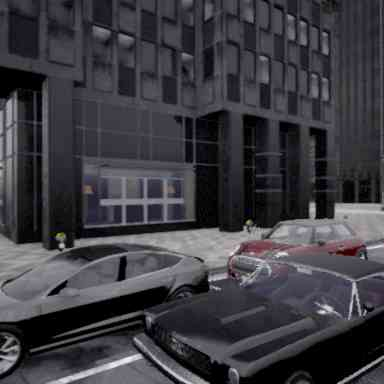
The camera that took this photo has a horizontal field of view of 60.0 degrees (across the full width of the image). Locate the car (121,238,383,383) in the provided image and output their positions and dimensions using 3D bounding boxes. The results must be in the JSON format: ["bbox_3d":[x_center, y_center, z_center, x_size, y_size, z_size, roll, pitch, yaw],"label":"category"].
[{"bbox_3d":[1.640,1.624,4.603,4.718,1.301,1.895,0,0,-36],"label":"car"}]

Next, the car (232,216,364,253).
[{"bbox_3d":[2.858,1.483,8.822,4.097,1.590,1.967,0,-1,-36],"label":"car"}]

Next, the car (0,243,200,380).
[{"bbox_3d":[-1.647,1.594,5.491,4.313,1.339,1.947,0,-1,-36],"label":"car"}]
